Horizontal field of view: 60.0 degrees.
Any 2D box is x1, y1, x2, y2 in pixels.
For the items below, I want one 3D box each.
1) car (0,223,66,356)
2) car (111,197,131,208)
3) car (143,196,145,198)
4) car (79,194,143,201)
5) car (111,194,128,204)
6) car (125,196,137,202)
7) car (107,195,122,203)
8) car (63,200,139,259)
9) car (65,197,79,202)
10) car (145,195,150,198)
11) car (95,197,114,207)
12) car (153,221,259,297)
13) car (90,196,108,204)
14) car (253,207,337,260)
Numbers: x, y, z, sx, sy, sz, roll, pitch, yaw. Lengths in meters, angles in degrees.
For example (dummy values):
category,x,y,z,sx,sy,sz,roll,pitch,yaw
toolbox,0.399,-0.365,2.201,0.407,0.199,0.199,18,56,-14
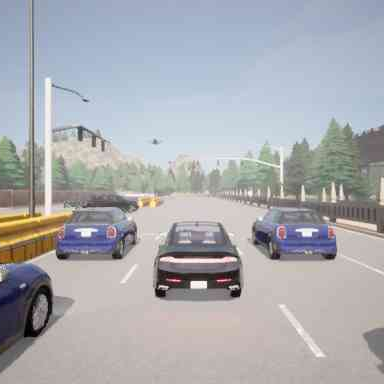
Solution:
category,x,y,z,sx,sy,sz,roll,pitch,yaw
car,-3.383,1.353,3.749,2.097,1.767,4.553,0,0,0
car,-10.393,1.476,49.267,1.882,1.535,5.008,0,0,0
car,-10.325,1.524,60.674,1.812,1.442,4.674,0,0,1
car,-8.279,1.220,34.328,5.566,2.045,2.150,0,1,-37
car,-13.794,1.350,63.319,2.097,1.767,4.553,0,0,1
car,-13.705,1.550,74.646,1.994,1.385,4.181,0,0,0
car,-17.208,1.523,74.020,2.128,1.511,4.902,0,0,0
car,-3.401,1.352,12.675,2.097,1.767,4.553,0,0,-1
car,-17.411,1.503,49.395,1.837,1.490,4.892,0,0,1
car,-10.205,1.523,74.662,2.128,1.511,4.902,0,0,0
car,-13.864,1.524,52.983,1.812,1.442,4.674,0,0,1
car,0.132,1.491,8.540,2.128,1.511,4.902,0,0,0
car,-17.302,1.505,61.948,1.837,1.490,4.892,0,-1,1
car,3.647,1.352,12.653,2.097,1.767,4.553,0,0,0
